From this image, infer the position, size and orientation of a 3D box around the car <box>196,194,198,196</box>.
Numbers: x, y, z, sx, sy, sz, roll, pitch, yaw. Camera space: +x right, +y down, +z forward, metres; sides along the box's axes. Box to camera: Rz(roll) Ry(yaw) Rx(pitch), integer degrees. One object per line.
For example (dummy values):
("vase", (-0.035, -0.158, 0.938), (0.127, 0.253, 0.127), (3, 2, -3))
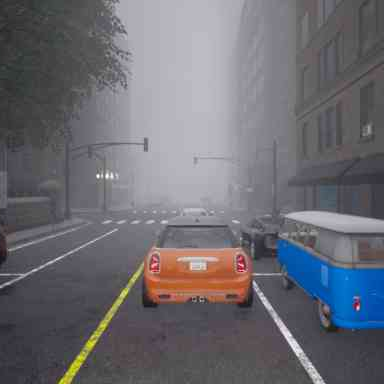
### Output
("car", (2.880, 1.508, 93.991), (1.752, 1.417, 4.829), (0, 0, 0))

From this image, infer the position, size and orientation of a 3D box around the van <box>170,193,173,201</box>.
("van", (-5.651, 1.313, 71.996), (1.690, 1.788, 3.998), (0, 0, 0))

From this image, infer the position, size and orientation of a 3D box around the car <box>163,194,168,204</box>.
("car", (-5.655, 1.522, 55.643), (2.008, 1.369, 4.403), (0, 0, 0))

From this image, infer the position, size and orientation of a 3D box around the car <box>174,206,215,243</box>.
("car", (0.106, 1.521, 17.097), (1.812, 1.442, 4.674), (0, 0, 0))

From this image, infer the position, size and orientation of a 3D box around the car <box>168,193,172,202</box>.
("car", (-5.652, 1.516, 66.545), (1.887, 1.381, 4.507), (0, 0, 0))

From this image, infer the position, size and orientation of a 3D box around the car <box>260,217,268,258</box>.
("car", (2.859, 1.563, 12.202), (1.947, 1.339, 4.313), (0, 0, 0))

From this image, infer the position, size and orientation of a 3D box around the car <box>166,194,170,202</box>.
("car", (-5.653, 1.516, 61.094), (1.887, 1.381, 4.507), (0, 0, 0))

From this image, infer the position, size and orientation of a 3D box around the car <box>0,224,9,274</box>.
("car", (-5.667, 1.314, 6.504), (2.192, 1.841, 5.009), (0, 0, 0))

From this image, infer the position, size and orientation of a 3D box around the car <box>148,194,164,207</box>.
("car", (-5.656, 1.499, 50.023), (1.752, 1.417, 4.829), (0, 0, 0))

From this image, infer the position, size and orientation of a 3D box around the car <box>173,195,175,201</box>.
("car", (-5.649, 1.524, 77.446), (2.008, 1.369, 4.403), (0, 0, 0))

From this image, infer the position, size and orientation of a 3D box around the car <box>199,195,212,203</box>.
("car", (2.872, 1.411, 66.579), (1.967, 1.590, 4.097), (0, 0, 0))

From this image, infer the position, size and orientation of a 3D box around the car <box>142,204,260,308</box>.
("car", (0.104, 1.351, 8.096), (2.097, 1.767, 4.553), (0, 0, 0))

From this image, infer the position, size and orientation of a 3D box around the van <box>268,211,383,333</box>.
("van", (2.858, 1.340, 6.542), (1.690, 1.788, 3.998), (0, 0, 0))

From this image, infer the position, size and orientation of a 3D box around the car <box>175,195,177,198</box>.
("car", (-5.649, 1.291, 82.897), (2.192, 1.841, 5.009), (0, 0, 0))
